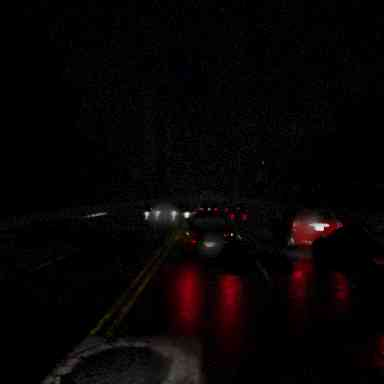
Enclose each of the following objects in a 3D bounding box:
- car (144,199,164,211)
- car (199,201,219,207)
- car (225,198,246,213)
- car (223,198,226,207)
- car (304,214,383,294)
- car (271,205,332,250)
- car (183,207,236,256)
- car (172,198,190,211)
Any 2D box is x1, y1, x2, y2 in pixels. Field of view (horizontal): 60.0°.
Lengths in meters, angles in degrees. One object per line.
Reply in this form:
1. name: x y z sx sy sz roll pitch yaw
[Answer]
1. car: -4.600 1.587 41.361 2.033 1.411 5.357 1 0 3
2. car: 1.653 1.614 32.226 2.033 1.411 5.357 1 0 3
3. car: 5.168 1.644 38.509 1.812 1.442 4.674 1 0 3
4. car: 5.724 1.657 50.621 2.128 1.511 4.902 1 0 3
5. car: 4.608 1.557 8.721 1.812 1.442 4.674 1 0 3
6. car: 4.906 1.393 14.685 2.097 1.767 4.553 1 0 3
7. car: 0.690 1.526 13.012 1.812 1.442 4.674 1 0 3
8. car: -1.323 1.548 41.764 1.882 1.535 5.008 1 0 3
